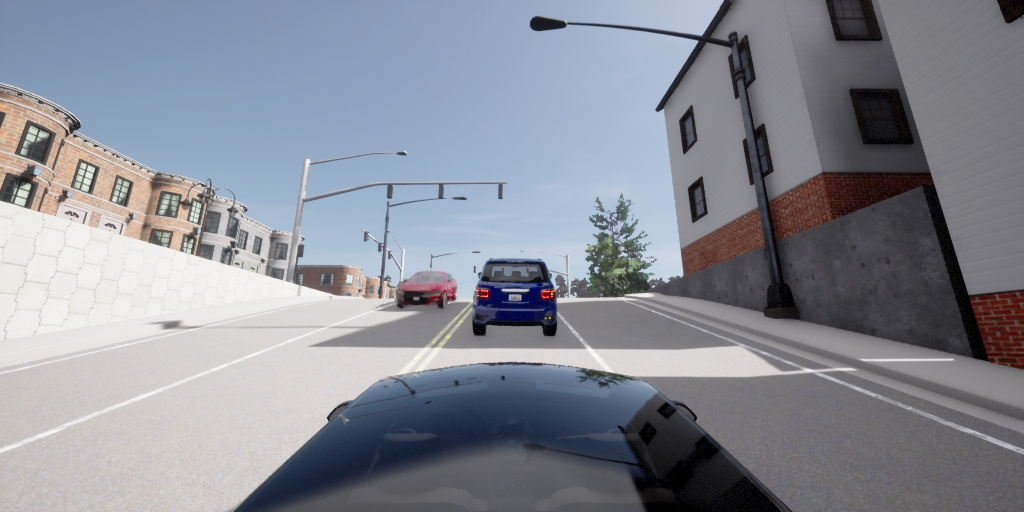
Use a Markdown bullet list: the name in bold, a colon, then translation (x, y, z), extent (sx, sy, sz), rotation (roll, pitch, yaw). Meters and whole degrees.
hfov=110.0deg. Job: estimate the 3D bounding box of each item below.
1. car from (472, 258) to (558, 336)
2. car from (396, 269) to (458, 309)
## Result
- **car**: translation (0.085, 1.097, 11.008), extent (2.150, 2.045, 5.566), rotation (1, -1, 0)
- **car**: translation (-3.608, 1.383, 16.007), extent (1.882, 1.535, 5.008), rotation (0, -1, 0)
